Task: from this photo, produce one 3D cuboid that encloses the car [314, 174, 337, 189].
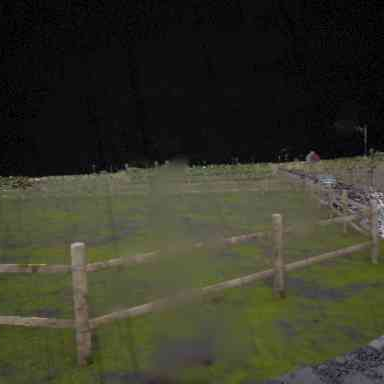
[{"bbox_3d":[14.031,-1.153,35.190,2.128,1.511,4.902,-2,3,14],"label":"car"}]
